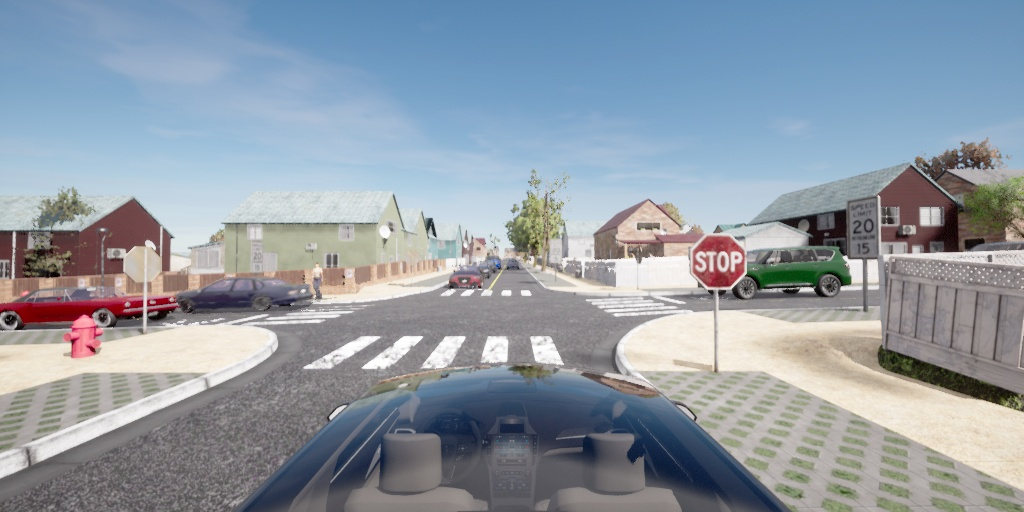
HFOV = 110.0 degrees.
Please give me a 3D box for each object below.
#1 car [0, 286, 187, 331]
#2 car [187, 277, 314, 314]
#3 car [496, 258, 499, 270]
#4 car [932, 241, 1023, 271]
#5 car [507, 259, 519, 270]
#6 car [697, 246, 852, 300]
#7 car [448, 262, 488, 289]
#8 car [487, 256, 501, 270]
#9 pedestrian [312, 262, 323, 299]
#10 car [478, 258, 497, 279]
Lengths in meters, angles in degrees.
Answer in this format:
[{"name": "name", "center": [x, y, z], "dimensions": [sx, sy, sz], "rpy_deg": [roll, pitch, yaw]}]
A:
[{"name": "car", "center": [-14.107, 1.668, 11.913], "dimensions": [4.718, 1.301, 1.895], "rpy_deg": [-2, -1, 1]}, {"name": "car", "center": [-11.453, 1.609, 15.196], "dimensions": [5.357, 1.411, 2.033], "rpy_deg": [-1, -1, -4]}, {"name": "car", "center": [-2.794, 1.265, 42.287], "dimensions": [1.812, 1.442, 4.674], "rpy_deg": [0, 0, 0]}, {"name": "car", "center": [21.023, 0.395, 15.059], "dimensions": [5.566, 2.045, 2.150], "rpy_deg": [-2, -1, 0]}, {"name": "car", "center": [0.161, 1.280, 53.193], "dimensions": [2.033, 1.411, 5.357], "rpy_deg": [0, 0, 0]}, {"name": "car", "center": [10.820, 0.669, 14.998], "dimensions": [5.566, 2.045, 2.150], "rpy_deg": [-2, -1, -1]}, {"name": "car", "center": [-2.826, 1.310, 23.111], "dimensions": [1.994, 1.385, 4.181], "rpy_deg": [0, 0, 0]}, {"name": "car", "center": [-2.758, 0.954, 52.992], "dimensions": [2.150, 2.045, 5.566], "rpy_deg": [0, 0, 0]}, {"name": "pedestrian", "center": [-9.673, 1.206, 17.824], "dimensions": [0.375, 1.860, 0.375], "rpy_deg": [0, 0, 0]}, {"name": "car", "center": [-2.809, 1.234, 32.420], "dimensions": [2.128, 1.511, 4.902], "rpy_deg": [0, 0, 0]}]
